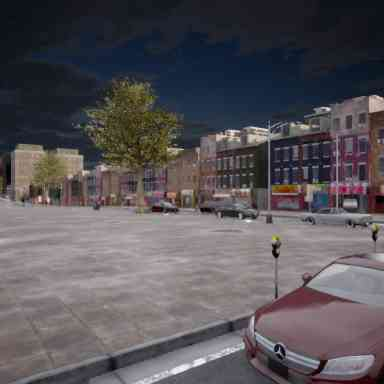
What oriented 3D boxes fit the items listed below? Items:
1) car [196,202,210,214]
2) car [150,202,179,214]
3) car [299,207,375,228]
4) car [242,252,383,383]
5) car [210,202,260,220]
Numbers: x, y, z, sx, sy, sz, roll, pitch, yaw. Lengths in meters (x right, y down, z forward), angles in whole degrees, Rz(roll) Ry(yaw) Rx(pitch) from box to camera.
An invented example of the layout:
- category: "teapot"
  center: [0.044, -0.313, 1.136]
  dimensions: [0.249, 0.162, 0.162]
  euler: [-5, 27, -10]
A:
- category: "car"
  center: [2.338, 1.850, 38.568]
  dimensions: [2.128, 1.511, 4.902]
  euler: [0, -1, -36]
- category: "car"
  center: [-3.467, 1.937, 41.634]
  dimensions: [1.882, 1.535, 5.008]
  euler: [0, -1, -35]
- category: "car"
  center: [9.890, 1.730, 22.972]
  dimensions: [1.895, 1.301, 4.718]
  euler: [0, -1, -36]
- category: "car"
  center: [2.595, 1.582, 4.653]
  dimensions: [4.206, 1.307, 1.802]
  euler: [0, 0, -35]
- category: "car"
  center: [4.134, 1.758, 31.009]
  dimensions: [1.837, 1.490, 4.892]
  euler: [0, -1, -36]
